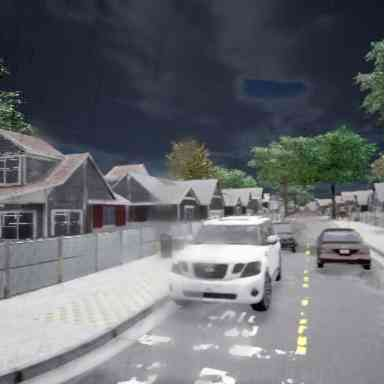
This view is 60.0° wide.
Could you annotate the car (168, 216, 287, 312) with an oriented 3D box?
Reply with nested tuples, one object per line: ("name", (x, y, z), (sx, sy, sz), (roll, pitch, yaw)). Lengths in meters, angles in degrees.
("car", (1.266, 1.747, 9.432), (2.150, 2.045, 5.566), (-3, -4, 20))

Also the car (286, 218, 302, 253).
("car", (4.983, 2.460, 18.815), (1.882, 1.535, 5.008), (-3, -4, 20))

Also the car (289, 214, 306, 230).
("car", (8.498, 2.975, 28.629), (2.128, 1.511, 4.902), (-3, -4, 20))

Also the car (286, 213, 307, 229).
("car", (12.336, 3.378, 39.228), (2.097, 1.767, 4.553), (-3, -4, 20))

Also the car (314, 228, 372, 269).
("car", (6.110, 2.200, 13.703), (2.033, 1.411, 5.357), (-3, -4, 21))
